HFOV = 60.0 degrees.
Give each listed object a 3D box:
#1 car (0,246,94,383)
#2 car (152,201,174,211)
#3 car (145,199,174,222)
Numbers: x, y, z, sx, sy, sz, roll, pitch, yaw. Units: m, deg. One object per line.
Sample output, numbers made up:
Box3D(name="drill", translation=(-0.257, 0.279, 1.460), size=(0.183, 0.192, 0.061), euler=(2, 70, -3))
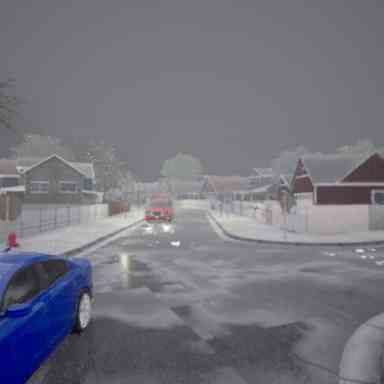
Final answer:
Box3D(name="car", translation=(-2.727, 1.568, 4.108), size=(1.882, 1.535, 5.008), euler=(-1, -1, 0))
Box3D(name="car", translation=(-4.720, 2.231, 53.018), size=(2.033, 1.411, 5.357), euler=(1, -1, -22))
Box3D(name="car", translation=(-2.878, 1.695, 30.267), size=(2.150, 2.045, 5.566), euler=(0, 1, 1))
